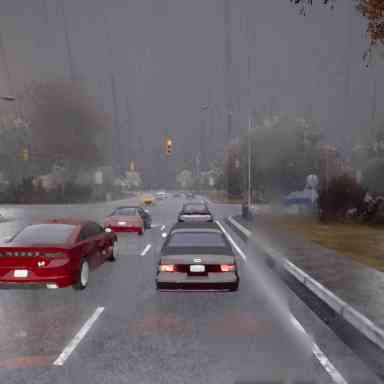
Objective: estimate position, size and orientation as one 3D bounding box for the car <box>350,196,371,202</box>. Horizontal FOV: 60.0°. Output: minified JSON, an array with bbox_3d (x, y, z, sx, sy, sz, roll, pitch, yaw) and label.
[{"bbox_3d":[24.114,1.216,43.817,5.357,1.411,2.033,0,1,-3],"label":"car"}]

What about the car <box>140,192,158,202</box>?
[{"bbox_3d":[-6.217,1.126,46.169,1.882,1.535,5.008,0,0,-11],"label":"car"}]

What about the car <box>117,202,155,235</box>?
[{"bbox_3d":[-3.379,1.458,18.047,1.994,1.385,4.181,0,0,0],"label":"car"}]

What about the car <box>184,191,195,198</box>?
[{"bbox_3d":[-0.394,0.715,86.243,2.128,1.511,4.902,0,1,-4],"label":"car"}]

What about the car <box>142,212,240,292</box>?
[{"bbox_3d":[0.110,1.516,8.984,2.033,1.411,5.357,0,0,0],"label":"car"}]

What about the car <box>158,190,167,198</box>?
[{"bbox_3d":[-7.075,0.550,77.496,2.150,2.045,5.566,0,1,-1],"label":"car"}]

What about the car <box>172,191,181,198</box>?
[{"bbox_3d":[-3.895,0.787,86.161,1.895,1.301,4.718,0,1,-4],"label":"car"}]

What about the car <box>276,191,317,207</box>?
[{"bbox_3d":[13.813,0.896,43.245,5.566,2.045,2.150,0,1,-4],"label":"car"}]

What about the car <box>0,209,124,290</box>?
[{"bbox_3d":[-3.388,1.445,9.060,1.882,1.535,5.008,0,0,0],"label":"car"}]

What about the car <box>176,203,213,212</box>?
[{"bbox_3d":[0.150,1.380,18.676,2.128,1.511,4.902,0,0,-1],"label":"car"}]

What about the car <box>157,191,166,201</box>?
[{"bbox_3d":[-6.966,1.058,66.753,1.895,1.301,4.718,0,1,0],"label":"car"}]
